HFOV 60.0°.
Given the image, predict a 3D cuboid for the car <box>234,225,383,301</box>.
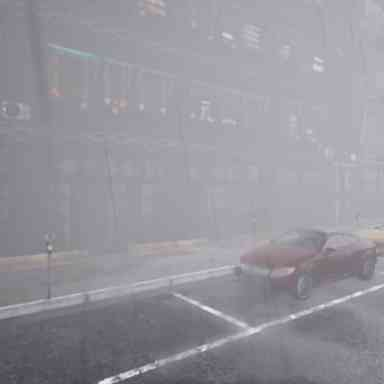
[{"bbox_3d":[2.946,1.539,8.171,4.206,1.307,1.802,0,1,-35],"label":"car"}]
